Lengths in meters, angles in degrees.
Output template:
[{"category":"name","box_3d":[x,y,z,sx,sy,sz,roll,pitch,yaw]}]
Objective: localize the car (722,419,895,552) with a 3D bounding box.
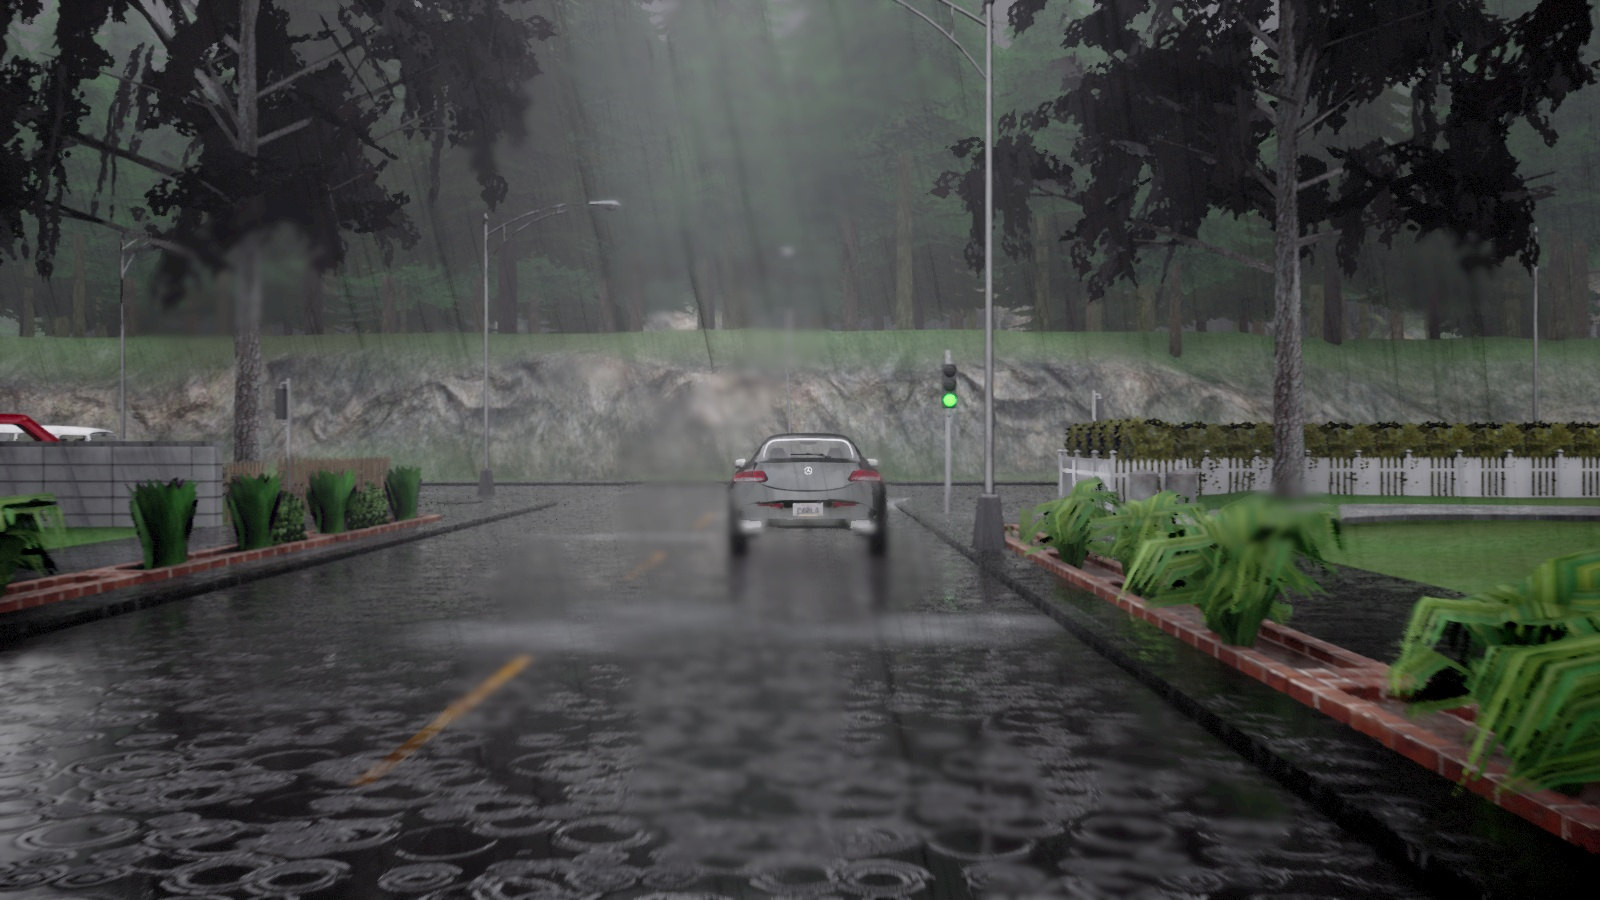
[{"category":"car","box_3d":[0.118,0.423,18.122,2.152,1.651,5.027,0,0,0]}]

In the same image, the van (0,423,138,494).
[{"category":"van","box_3d":[-22.819,0.232,37.985,4.480,2.038,2.069,1,0,0]}]
